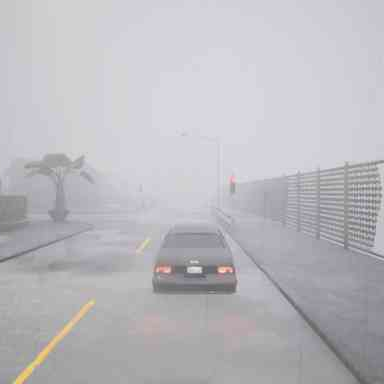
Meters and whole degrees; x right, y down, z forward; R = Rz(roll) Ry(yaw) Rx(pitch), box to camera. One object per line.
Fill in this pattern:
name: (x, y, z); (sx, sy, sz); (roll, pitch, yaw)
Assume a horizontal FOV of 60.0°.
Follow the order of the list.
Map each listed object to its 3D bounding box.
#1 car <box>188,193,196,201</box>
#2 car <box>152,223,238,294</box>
car: (0.065, 1.225, 87.015); (2.150, 2.045, 5.566); (0, 0, 0)
car: (0.070, 1.547, 8.911); (2.033, 1.411, 5.357); (0, 0, 1)
